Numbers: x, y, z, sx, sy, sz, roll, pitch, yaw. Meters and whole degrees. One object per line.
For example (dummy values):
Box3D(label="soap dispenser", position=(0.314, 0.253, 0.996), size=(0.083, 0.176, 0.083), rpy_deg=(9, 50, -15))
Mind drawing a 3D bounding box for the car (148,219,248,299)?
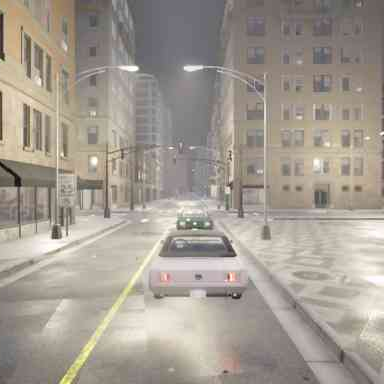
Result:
Box3D(label="car", position=(0.121, 1.601, 8.390), size=(1.895, 1.301, 4.718), rpy_deg=(0, 0, 0))

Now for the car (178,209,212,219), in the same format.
Box3D(label="car", position=(0.146, 1.600, 18.625), size=(1.895, 1.301, 4.718), rpy_deg=(0, 0, 0))
